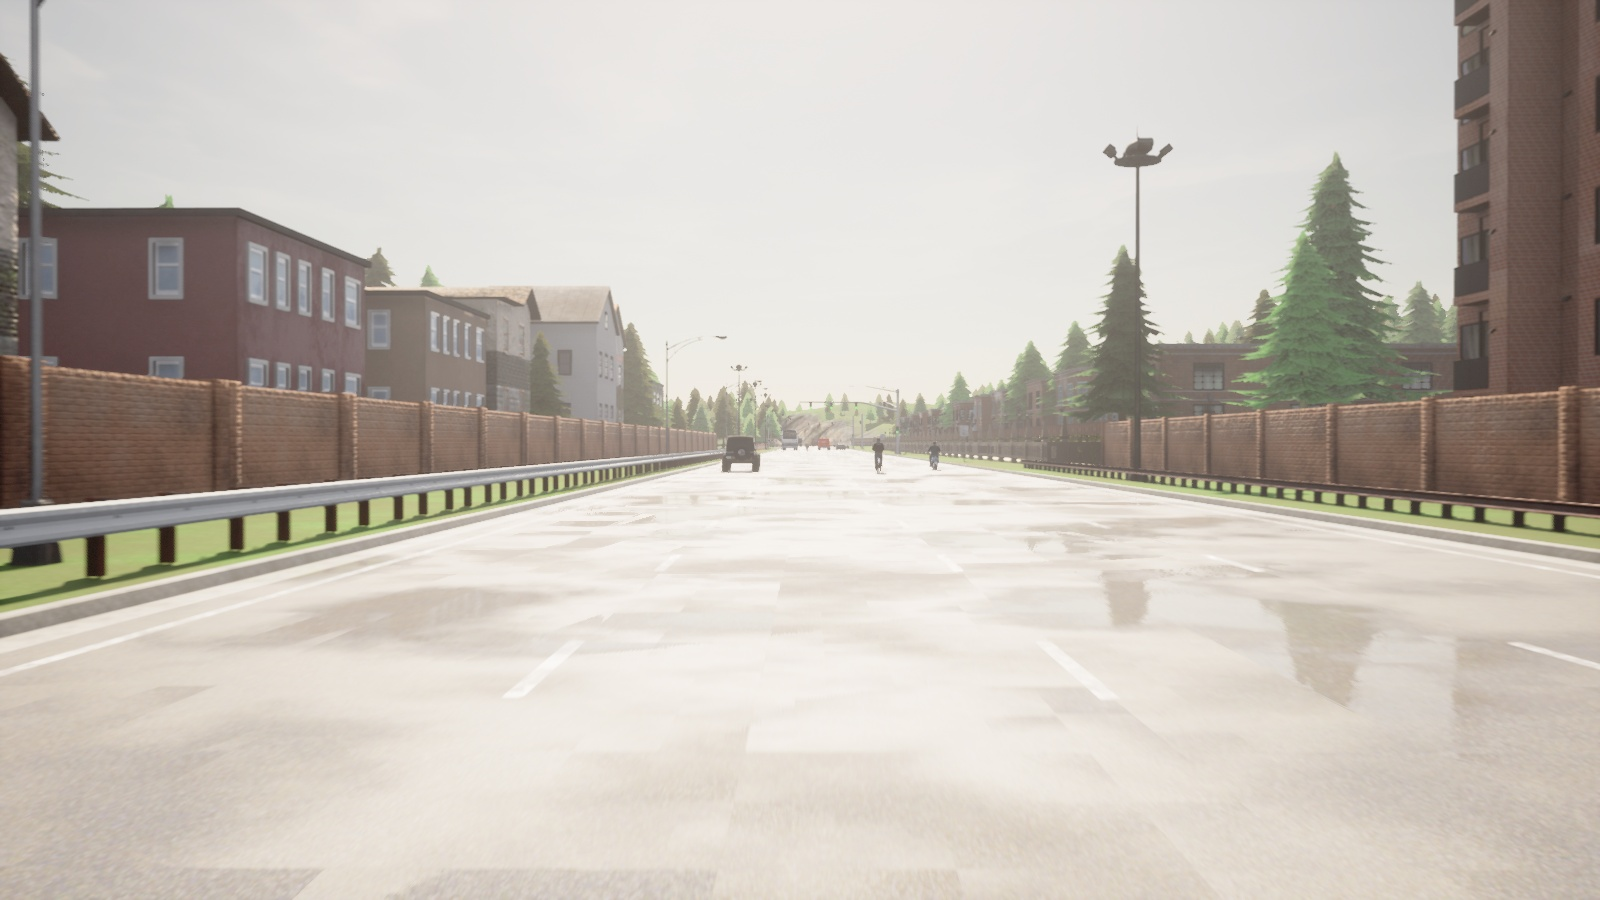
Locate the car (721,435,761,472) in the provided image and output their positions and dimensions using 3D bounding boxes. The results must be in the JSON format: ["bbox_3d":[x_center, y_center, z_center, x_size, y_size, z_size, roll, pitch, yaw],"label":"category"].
[{"bbox_3d":[-3.105,0.165,66.819,1.905,1.878,3.866,0,0,0],"label":"car"}]
